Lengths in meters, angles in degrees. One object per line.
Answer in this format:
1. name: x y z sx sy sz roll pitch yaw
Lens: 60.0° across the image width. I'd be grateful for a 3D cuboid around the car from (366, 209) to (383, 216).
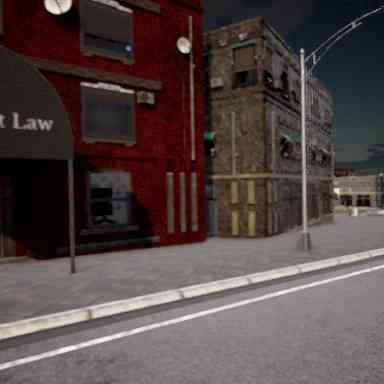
1. car: 30.322 3.344 54.153 1.895 1.301 4.718 -1 -3 3
